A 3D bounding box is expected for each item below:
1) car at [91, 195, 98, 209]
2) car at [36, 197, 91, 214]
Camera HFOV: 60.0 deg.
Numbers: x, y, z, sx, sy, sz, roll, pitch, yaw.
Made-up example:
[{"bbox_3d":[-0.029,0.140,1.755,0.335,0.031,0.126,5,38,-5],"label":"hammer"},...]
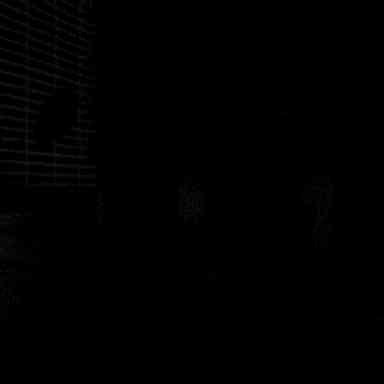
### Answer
[{"bbox_3d":[-13.322,1.359,39.194,2.033,1.411,5.357,0,0,35],"label":"car"},{"bbox_3d":[-13.077,1.308,33.502,1.882,1.535,5.008,0,0,35],"label":"car"}]
